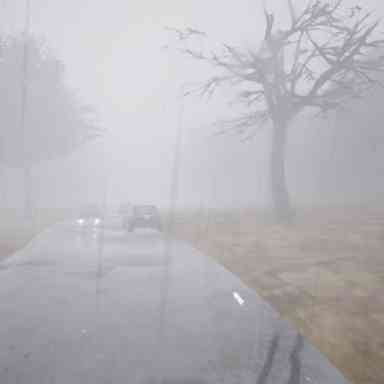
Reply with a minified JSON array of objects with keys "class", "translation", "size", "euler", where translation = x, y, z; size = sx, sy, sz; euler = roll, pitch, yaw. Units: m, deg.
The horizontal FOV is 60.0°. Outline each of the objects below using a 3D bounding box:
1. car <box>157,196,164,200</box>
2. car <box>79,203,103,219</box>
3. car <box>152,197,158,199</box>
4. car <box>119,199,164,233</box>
[{"class":"car","translation":[-7.837,1.753,75.025],"size":[1.882,1.535,5.008],"euler":[-1,1,14]},{"class":"car","translation":[-10.142,1.848,33.526],"size":[1.837,1.490,4.892],"euler":[-1,-1,-9]},{"class":"car","translation":[-7.849,2.105,58.206],"size":[1.895,1.301,4.718],"euler":[-1,0,8]},{"class":"car","translation":[-3.261,1.537,21.529],"size":[2.097,1.767,4.553],"euler":[0,-1,-17]}]
